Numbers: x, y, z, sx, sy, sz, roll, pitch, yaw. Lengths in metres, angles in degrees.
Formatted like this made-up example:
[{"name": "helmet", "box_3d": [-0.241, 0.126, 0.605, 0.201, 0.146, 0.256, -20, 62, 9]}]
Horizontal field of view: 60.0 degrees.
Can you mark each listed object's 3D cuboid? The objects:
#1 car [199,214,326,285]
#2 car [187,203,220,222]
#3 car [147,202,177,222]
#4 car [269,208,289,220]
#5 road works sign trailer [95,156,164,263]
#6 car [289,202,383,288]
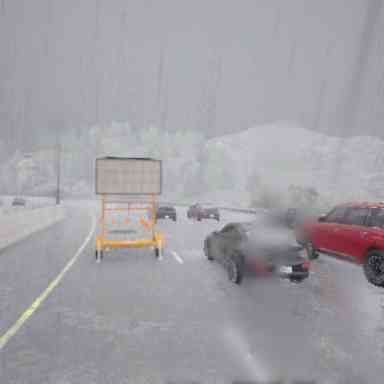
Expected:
[{"name": "car", "box_3d": [1.666, 1.585, 9.696, 1.812, 1.442, 4.674, 0, 0, -10]}, {"name": "car", "box_3d": [0.909, 1.669, 28.049, 1.812, 1.442, 4.674, 0, 0, -16]}, {"name": "car", "box_3d": [-2.569, 1.623, 27.549, 1.837, 1.490, 4.892, 1, 0, -16]}, {"name": "car", "box_3d": [6.515, 1.693, 20.686, 2.033, 1.411, 5.357, 0, 0, -13]}, {"name": "road works sign trailer", "box_3d": [-2.343, 0.509, 12.352, 2.380, 3.560, 2.880, 0, 0, -13]}, {"name": "car", "box_3d": [5.233, 1.305, 9.766, 2.150, 2.045, 5.566, 1, 0, -10]}]
